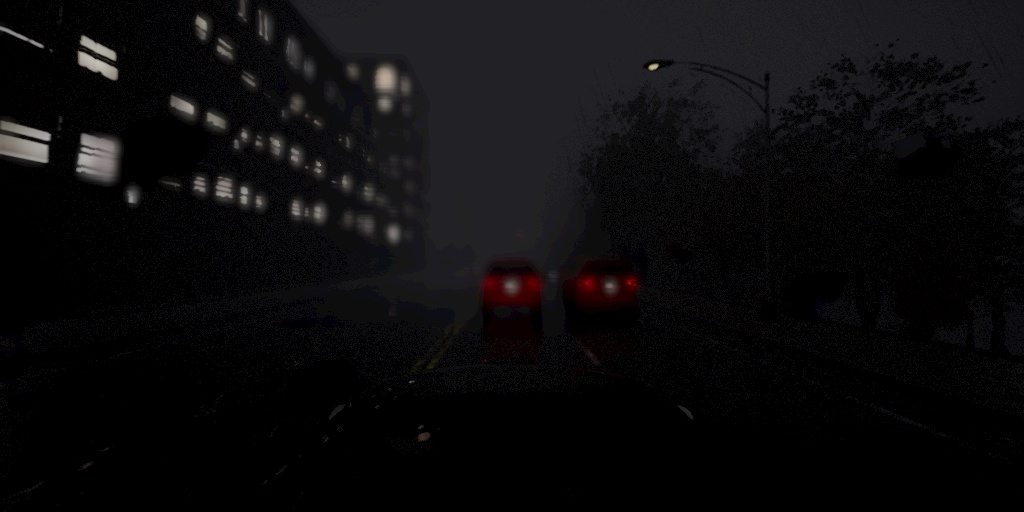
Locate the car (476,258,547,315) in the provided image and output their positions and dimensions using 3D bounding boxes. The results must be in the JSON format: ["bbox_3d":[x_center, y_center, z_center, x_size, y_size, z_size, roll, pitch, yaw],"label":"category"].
[{"bbox_3d":[0.006,1.107,14.409,2.150,2.045,5.566,0,0,0],"label":"car"}]

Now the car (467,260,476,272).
[{"bbox_3d":[-6.539,1.626,62.346,2.150,2.045,5.566,0,-1,0],"label":"car"}]

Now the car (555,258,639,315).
[{"bbox_3d":[3.255,1.107,14.384,2.150,2.045,5.566,0,0,0],"label":"car"}]

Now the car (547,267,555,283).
[{"bbox_3d":[3.260,1.614,30.307,1.994,1.385,4.181,0,-1,0],"label":"car"}]

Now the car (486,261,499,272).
[{"bbox_3d":[-3.299,1.741,61.471,2.097,1.767,4.553,0,-1,0],"label":"car"}]
